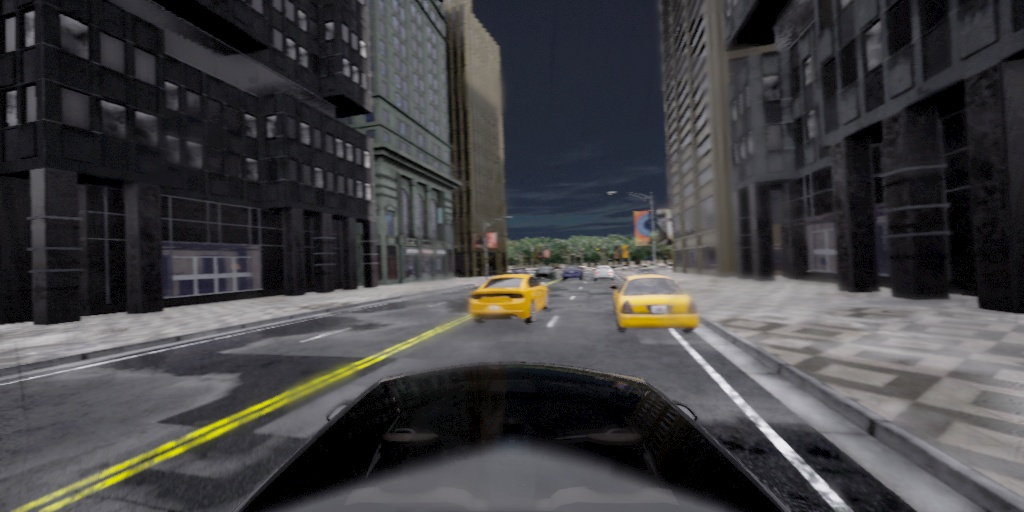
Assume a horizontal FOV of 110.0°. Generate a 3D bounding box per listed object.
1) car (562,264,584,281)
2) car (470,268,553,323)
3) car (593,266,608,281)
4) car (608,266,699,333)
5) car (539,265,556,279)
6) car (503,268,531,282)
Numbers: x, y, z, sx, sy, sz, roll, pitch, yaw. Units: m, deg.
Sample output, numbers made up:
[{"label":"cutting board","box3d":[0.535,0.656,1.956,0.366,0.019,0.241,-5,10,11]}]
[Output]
[{"label":"car","box3d":[6.743,1.713,39.368,2.097,1.767,4.553,-3,-2,14]},{"label":"car","box3d":[0.088,1.391,12.879,1.882,1.535,5.008,-3,-1,14]},{"label":"car","box3d":[8.992,1.680,35.150,1.812,1.442,4.674,-3,-2,15]},{"label":"car","box3d":[3.884,1.170,10.415,1.801,1.575,5.366,-3,-1,14]},{"label":"car","box3d":[3.923,1.906,42.241,2.097,1.767,4.553,-3,-2,14]},{"label":"car","box3d":[0.685,2.237,42.663,2.033,1.411,5.357,-3,-2,14]}]
